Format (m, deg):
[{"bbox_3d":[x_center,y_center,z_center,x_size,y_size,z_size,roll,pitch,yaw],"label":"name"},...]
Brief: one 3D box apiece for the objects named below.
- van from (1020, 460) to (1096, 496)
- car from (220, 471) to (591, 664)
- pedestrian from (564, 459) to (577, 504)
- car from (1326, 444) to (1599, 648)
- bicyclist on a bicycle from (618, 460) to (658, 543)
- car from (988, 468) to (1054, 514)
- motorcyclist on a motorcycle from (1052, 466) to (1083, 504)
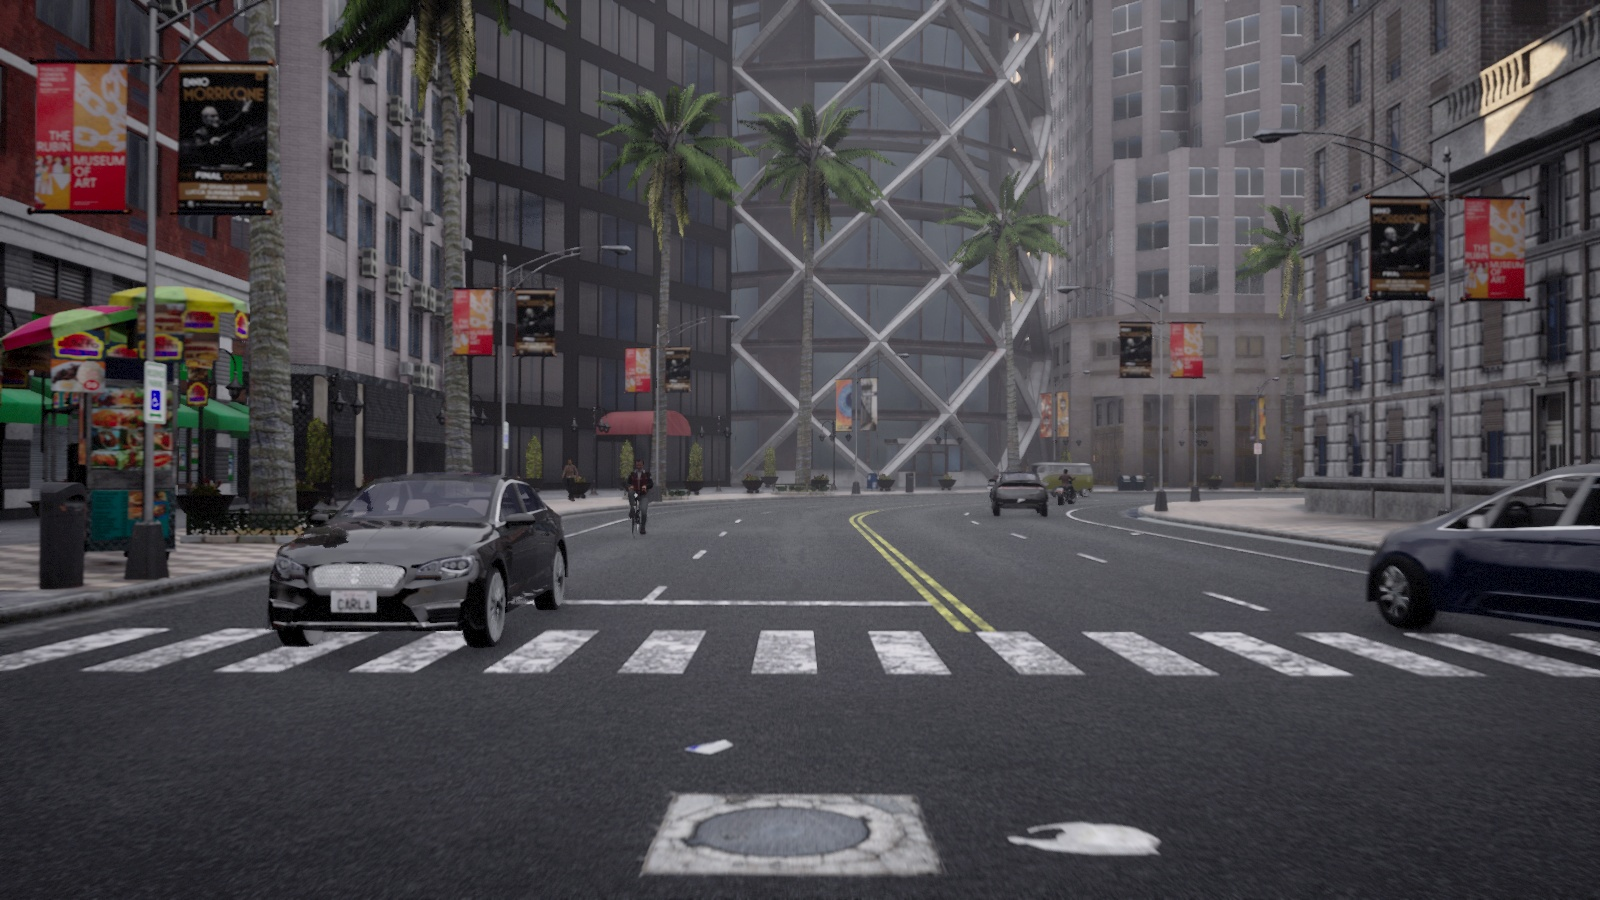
[{"bbox_3d":[14.549,1.567,70.653,4.442,1.987,1.775,0,-1,-40],"label":"van"},{"bbox_3d":[-3.531,0.968,12.384,2.128,1.511,4.902,0,-1,0],"label":"car"},{"bbox_3d":[-9.458,1.285,51.834,0.331,1.846,0.634,0,-1,10],"label":"pedestrian"},{"bbox_3d":[7.368,0.799,11.467,2.242,1.667,4.611,0,-1,-18],"label":"car"},{"bbox_3d":[-3.568,1.113,27.742,0.659,1.776,1.843,0,-1,0],"label":"bicyclist on a bicycle"},{"bbox_3d":[7.628,1.395,43.769,2.128,1.511,4.902,0,-1,9],"label":"car"},{"bbox_3d":[11.922,1.555,55.973,0.766,1.649,2.350,0,-1,28],"label":"motorcyclist on a motorcycle"}]
